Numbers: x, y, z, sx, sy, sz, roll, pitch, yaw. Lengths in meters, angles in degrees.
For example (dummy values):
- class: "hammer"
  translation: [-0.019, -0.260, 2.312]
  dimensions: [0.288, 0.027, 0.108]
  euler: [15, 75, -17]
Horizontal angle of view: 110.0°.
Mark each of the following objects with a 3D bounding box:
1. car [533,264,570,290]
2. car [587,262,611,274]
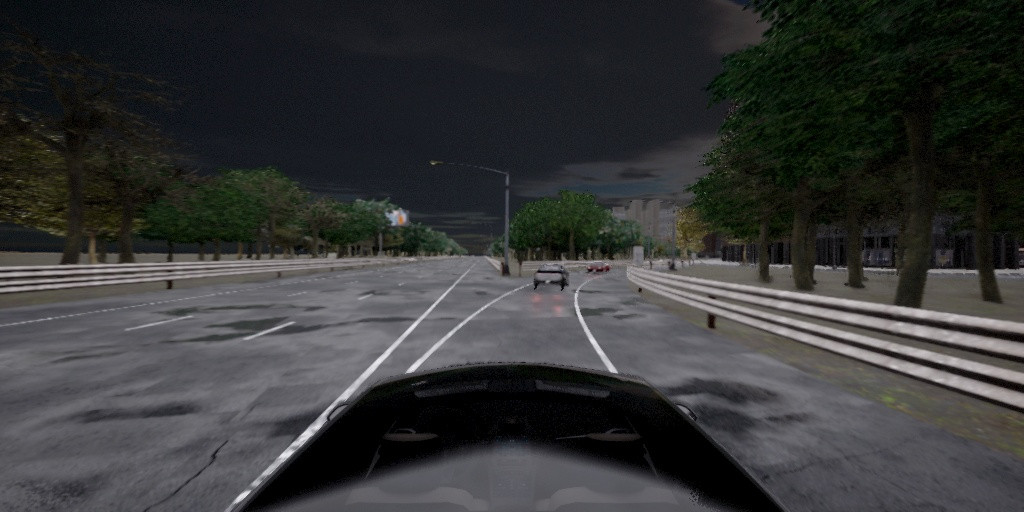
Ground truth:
- class: "car"
  translation: [2.552, 1.243, 22.457]
  dimensions: [2.128, 1.511, 4.902]
  euler: [1, 0, 13]
- class: "car"
  translation: [10.562, 1.411, 43.133]
  dimensions: [1.895, 1.301, 4.718]
  euler: [1, 0, 29]
